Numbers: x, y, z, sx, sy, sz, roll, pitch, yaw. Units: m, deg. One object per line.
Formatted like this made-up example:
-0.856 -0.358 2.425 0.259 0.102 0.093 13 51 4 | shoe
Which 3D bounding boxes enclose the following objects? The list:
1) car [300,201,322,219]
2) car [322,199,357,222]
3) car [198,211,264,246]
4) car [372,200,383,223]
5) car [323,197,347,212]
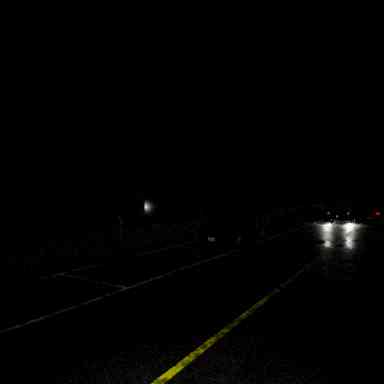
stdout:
10.827 1.583 29.443 1.802 1.307 4.206 0 0 32 | car
11.838 1.527 26.229 1.812 1.442 4.674 0 0 32 | car
1.965 1.566 15.436 1.947 1.339 4.313 0 0 32 | car
14.722 1.549 24.815 2.033 1.411 5.357 0 0 32 | car
16.735 1.442 38.781 1.967 1.590 4.097 0 0 32 | car
